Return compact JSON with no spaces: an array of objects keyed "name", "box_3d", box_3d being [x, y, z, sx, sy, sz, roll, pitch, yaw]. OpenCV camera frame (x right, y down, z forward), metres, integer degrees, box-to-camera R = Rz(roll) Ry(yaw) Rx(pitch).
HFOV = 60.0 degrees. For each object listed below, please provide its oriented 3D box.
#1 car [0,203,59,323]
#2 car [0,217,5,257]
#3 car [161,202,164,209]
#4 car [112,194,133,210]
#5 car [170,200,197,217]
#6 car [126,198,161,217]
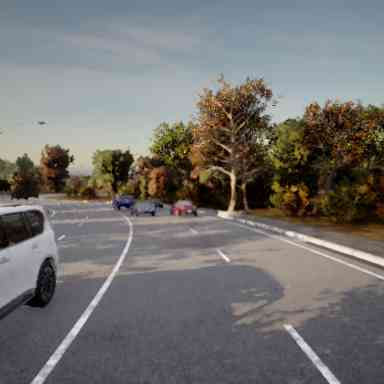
[{"name":"car","box_3d":[-3.839,1.246,5.034,2.150,2.045,5.566,0,0,-3]},{"name":"car","box_3d":[-7.669,1.614,9.518,2.033,1.411,5.357,0,0,-6]},{"name":"car","box_3d":[-5.292,1.608,44.568,1.895,1.301,4.718,-2,0,-22]},{"name":"car","box_3d":[-9.422,1.332,45.419,2.150,2.045,5.566,-2,1,-23]},{"name":"car","box_3d":[-0.833,1.498,31.226,1.812,1.442,4.674,-1,0,-16]},{"name":"car","box_3d":[-4.878,1.593,32.723,2.033,1.411,5.357,-1,0,-18]}]
